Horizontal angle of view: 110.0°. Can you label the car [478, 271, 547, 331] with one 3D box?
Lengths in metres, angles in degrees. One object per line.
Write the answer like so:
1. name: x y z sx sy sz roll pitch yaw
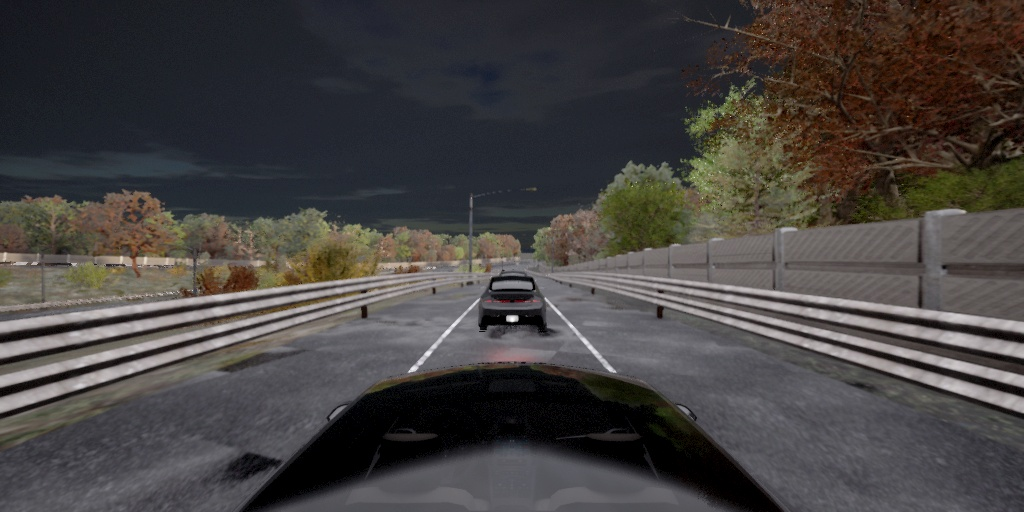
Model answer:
1. car: 0.010 1.348 11.282 1.837 1.490 4.892 0 -1 0
